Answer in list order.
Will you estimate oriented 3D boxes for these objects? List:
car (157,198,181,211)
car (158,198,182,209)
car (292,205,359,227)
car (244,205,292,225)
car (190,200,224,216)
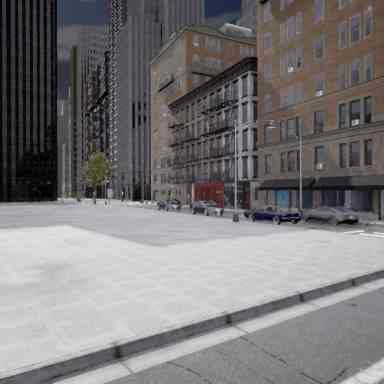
[{"bbox_3d":[-3.093,1.690,43.316,2.128,1.511,4.902,0,0,-26],"label":"car"},{"bbox_3d":[-3.407,1.731,50.009,1.837,1.490,4.892,0,0,-26],"label":"car"},{"bbox_3d":[9.592,1.626,23.684,1.994,1.385,4.181,0,0,-27],"label":"car"},{"bbox_3d":[5.975,1.687,24.932,1.895,1.301,4.718,0,0,-26],"label":"car"},{"bbox_3d":[1.458,1.631,34.073,2.128,1.511,4.902,0,0,-26],"label":"car"}]
